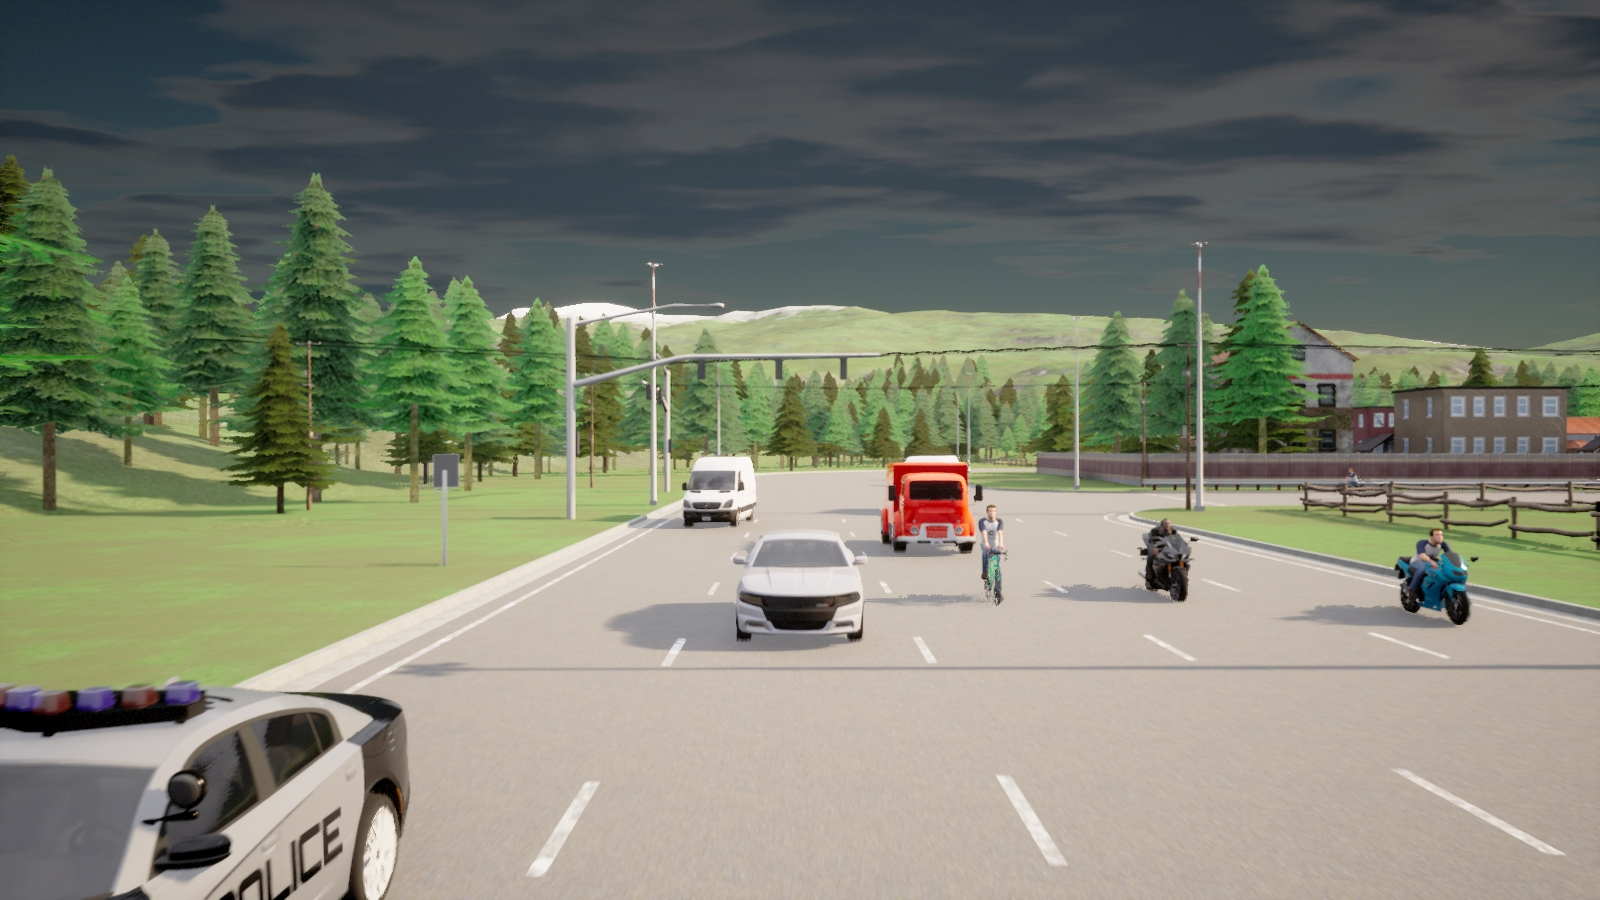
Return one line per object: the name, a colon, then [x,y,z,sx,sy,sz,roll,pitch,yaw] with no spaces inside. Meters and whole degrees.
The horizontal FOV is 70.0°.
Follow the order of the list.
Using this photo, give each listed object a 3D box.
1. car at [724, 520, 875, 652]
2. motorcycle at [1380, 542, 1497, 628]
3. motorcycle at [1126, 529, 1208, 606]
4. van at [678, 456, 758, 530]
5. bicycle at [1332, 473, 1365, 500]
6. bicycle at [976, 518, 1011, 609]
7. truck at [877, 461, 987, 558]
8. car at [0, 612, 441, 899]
car: [0.008,2.040,18.363,2.097,1.535,5.006,0,0,0]
motorcycle: [10.517,2.193,18.915,0.803,1.199,2.033,0,-1,0]
motorcycle: [7.001,2.212,21.900,0.867,1.251,2.209,0,0,0]
van: [-2.989,1.547,43.176,1.988,2.561,5.915,0,0,6]
bicycle: [31.054,2.073,64.704,1.643,1.496,0.373,2,0,0]
bicycle: [3.540,2.063,21.022,0.373,1.496,1.643,0,0,0]
truck: [3.628,1.579,32.407,2.627,2.467,5.204,0,0,1]
car: [-3.610,1.984,5.540,2.097,1.638,5.238,0,0,0]
